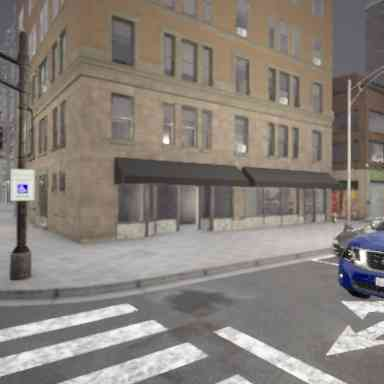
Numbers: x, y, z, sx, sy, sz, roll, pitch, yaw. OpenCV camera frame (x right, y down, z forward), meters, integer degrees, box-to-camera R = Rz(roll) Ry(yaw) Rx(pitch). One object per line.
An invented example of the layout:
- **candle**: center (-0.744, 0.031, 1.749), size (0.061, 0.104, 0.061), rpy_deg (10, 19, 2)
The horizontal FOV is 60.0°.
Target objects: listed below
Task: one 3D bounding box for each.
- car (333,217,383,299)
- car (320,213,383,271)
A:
- **car**: center (5.588, 1.229, 7.381), size (5.566, 2.045, 2.150), rpy_deg (0, 0, -36)
- **car**: center (6.647, 1.561, 11.527), size (4.403, 1.369, 2.008), rpy_deg (0, 0, -36)
